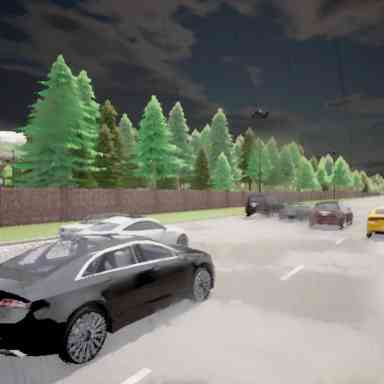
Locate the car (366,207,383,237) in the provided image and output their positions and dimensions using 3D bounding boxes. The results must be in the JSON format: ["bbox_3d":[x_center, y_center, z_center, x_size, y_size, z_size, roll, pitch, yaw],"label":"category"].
[{"bbox_3d":[10.537,1.523,17.692,1.882,1.535,5.008,0,0,33],"label":"car"}]

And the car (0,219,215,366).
[{"bbox_3d":[-1.350,1.507,6.016,2.128,1.511,4.902,0,0,33],"label":"car"}]

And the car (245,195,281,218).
[{"bbox_3d":[6.869,1.303,31.203,2.150,2.045,5.566,0,0,33],"label":"car"}]

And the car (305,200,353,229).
[{"bbox_3d":[9.410,1.409,22.343,2.097,1.767,4.553,0,0,33],"label":"car"}]

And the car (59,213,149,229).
[{"bbox_3d":[-1.976,1.555,11.427,1.812,1.442,4.674,0,0,33],"label":"car"}]

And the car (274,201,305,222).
[{"bbox_3d":[8.737,1.635,27.683,1.994,1.385,4.181,0,0,33],"label":"car"}]

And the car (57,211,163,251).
[{"bbox_3d":[-3.571,1.641,15.365,1.895,1.301,4.718,0,0,33],"label":"car"}]
